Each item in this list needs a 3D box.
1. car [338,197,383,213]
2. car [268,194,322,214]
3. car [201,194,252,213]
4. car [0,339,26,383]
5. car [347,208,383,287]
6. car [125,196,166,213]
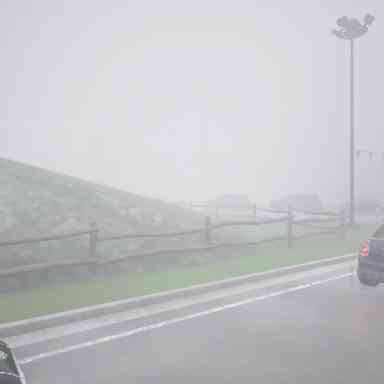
[{"bbox_3d":[17.775,1.352,34.812,4.553,1.767,2.097,0,0,40],"label":"car"},{"bbox_3d":[10.977,1.221,35.592,5.566,2.045,2.150,0,0,38],"label":"car"},{"bbox_3d":[3.764,1.221,36.403,5.566,2.045,2.150,0,0,32],"label":"car"},{"bbox_3d":[-3.184,1.352,1.477,4.553,1.767,2.097,0,0,-35],"label":"car"},{"bbox_3d":[6.097,1.352,8.144,4.553,1.767,2.097,0,0,-35],"label":"car"},{"bbox_3d":[-5.320,1.352,37.128,4.553,1.767,2.097,0,0,23],"label":"car"}]
